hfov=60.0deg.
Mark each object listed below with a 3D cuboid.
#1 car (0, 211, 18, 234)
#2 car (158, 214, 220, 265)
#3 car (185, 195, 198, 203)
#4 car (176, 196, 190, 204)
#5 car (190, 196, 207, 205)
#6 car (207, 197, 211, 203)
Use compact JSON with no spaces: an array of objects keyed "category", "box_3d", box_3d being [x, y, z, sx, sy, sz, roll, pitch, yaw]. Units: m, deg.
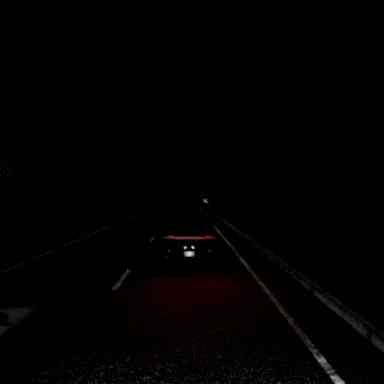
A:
[{"category":"car","box_3d":[-10.755,1.554,16.531,2.033,1.411,5.357,0,0,-1]},{"category":"car","box_3d":[-0.101,1.501,11.644,2.128,1.511,4.902,0,0,-1]},{"category":"car","box_3d":[-0.143,1.748,81.235,2.097,1.767,4.553,0,0,15]},{"category":"car","box_3d":[-2.101,1.893,71.246,1.812,1.442,4.674,0,0,10]},{"category":"car","box_3d":[1.399,1.969,70.954,1.895,1.301,4.718,0,0,10]},{"category":"car","box_3d":[3.381,1.943,80.921,2.128,1.511,4.902,0,0,15]}]
